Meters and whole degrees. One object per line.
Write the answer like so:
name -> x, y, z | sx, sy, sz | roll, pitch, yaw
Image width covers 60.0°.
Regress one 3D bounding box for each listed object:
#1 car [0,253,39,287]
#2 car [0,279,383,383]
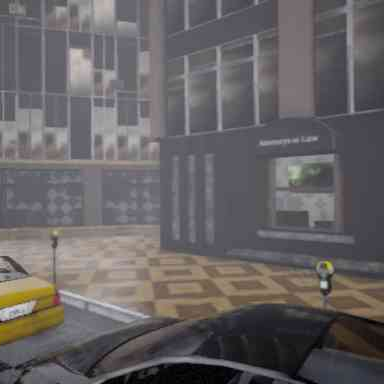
car -> -4.171, 1.525, 5.705 | 4.829, 1.417, 1.752 | 0, 0, 36
car -> 0.474, 1.566, 2.390 | 4.313, 1.339, 1.947 | 0, 0, 36
